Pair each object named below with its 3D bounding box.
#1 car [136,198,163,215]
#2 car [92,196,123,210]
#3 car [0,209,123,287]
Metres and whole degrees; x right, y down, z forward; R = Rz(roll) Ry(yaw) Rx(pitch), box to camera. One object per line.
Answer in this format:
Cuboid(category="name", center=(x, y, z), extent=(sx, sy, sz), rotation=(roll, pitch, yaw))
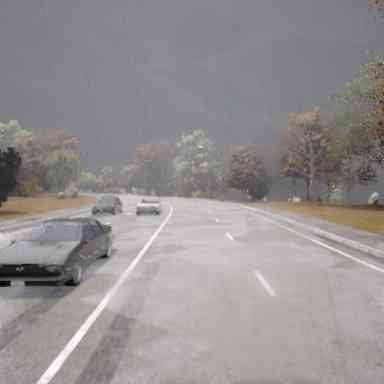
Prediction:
Cuboid(category="car", center=(-3.572, 1.199, 28.243), extent=(1.895, 1.301, 4.718), rotation=(0, 1, -1))
Cuboid(category="car", center=(-7.068, 1.117, 28.161), extent=(1.837, 1.490, 4.892), rotation=(0, 1, -1))
Cuboid(category="car", center=(-3.595, 1.472, 9.503), extent=(2.033, 1.411, 5.357), rotation=(0, 1, 0))
